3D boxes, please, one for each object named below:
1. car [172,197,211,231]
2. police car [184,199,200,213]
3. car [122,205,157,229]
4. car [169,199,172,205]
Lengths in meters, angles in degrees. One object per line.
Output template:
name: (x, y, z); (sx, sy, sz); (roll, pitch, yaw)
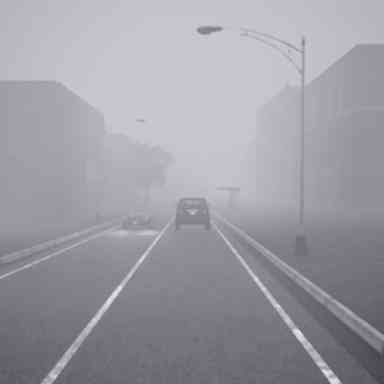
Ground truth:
car: (0.041, 1.337, 21.866); (2.150, 2.045, 5.566); (0, 0, 0)
police car: (-0.032, 1.681, 41.693); (1.930, 1.638, 5.238); (0, -1, 0)
car: (-3.473, 1.645, 22.646); (1.812, 1.442, 4.674); (0, 0, 0)
car: (-3.252, 1.811, 64.067); (1.812, 1.442, 4.674); (0, 0, 1)
